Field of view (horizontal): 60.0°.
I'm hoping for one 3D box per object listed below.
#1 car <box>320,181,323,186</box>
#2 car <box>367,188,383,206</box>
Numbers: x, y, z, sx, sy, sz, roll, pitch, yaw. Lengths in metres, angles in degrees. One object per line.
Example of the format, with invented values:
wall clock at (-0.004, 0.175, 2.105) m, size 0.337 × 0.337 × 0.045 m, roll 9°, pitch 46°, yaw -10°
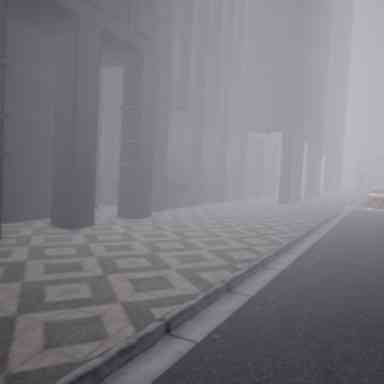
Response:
car at (27.088, -1.686, 69.864) m, size 4.829 × 1.417 × 1.752 m, roll 5°, pitch 3°, yaw 30°
car at (16.246, 0.400, 28.693) m, size 1.882 × 1.535 × 5.008 m, roll 5°, pitch 4°, yaw 30°
